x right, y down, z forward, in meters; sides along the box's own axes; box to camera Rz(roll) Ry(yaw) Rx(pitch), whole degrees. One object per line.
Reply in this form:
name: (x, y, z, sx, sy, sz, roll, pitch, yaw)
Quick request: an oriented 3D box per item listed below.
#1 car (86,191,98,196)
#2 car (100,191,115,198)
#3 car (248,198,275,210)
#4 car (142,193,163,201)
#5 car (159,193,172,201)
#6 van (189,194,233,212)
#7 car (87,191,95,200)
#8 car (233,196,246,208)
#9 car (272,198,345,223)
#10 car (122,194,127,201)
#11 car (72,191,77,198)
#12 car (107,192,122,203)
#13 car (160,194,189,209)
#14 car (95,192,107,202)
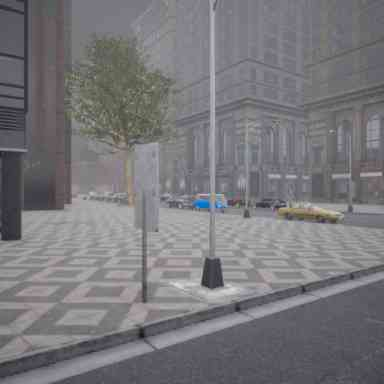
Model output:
car: (-26.613, 0.472, 88.687, 1.802, 1.307, 4.206, 1, 0, -35)
car: (-20.169, 0.588, 79.485, 1.887, 1.381, 4.507, 1, 0, -35)
car: (8.828, 1.315, 38.073, 1.947, 1.339, 4.313, 1, 0, -35)
car: (-7.282, 0.910, 61.082, 2.008, 1.369, 4.403, 1, 0, -35)
car: (-4.058, 0.881, 56.481, 1.967, 1.590, 4.097, 1, 0, -35)
van: (1.852, 1.091, 33.175, 1.690, 1.788, 3.998, 1, 0, -35)
car: (-17.483, 0.830, 60.788, 2.008, 1.369, 4.403, 1, 0, -35)
car: (5.608, 1.224, 42.674, 1.887, 1.381, 4.507, 1, 0, -35)
car: (8.393, 1.398, 23.829, 1.752, 1.417, 4.829, 1, 0, -35)
car: (-7.720, 1.051, 46.845, 1.752, 1.417, 4.829, 1, 0, -35)
car: (-27.147, 0.484, 74.592, 1.967, 1.590, 4.097, 1, 0, -35)
car: (-11.039, 0.992, 51.586, 2.008, 1.369, 4.403, 1, 0, -35)
car: (-1.372, 1.230, 37.778, 2.008, 1.369, 4.403, 1, 0, -35)
car: (-14.261, 0.911, 56.187, 2.008, 1.369, 4.403, 1, 0, -35)
